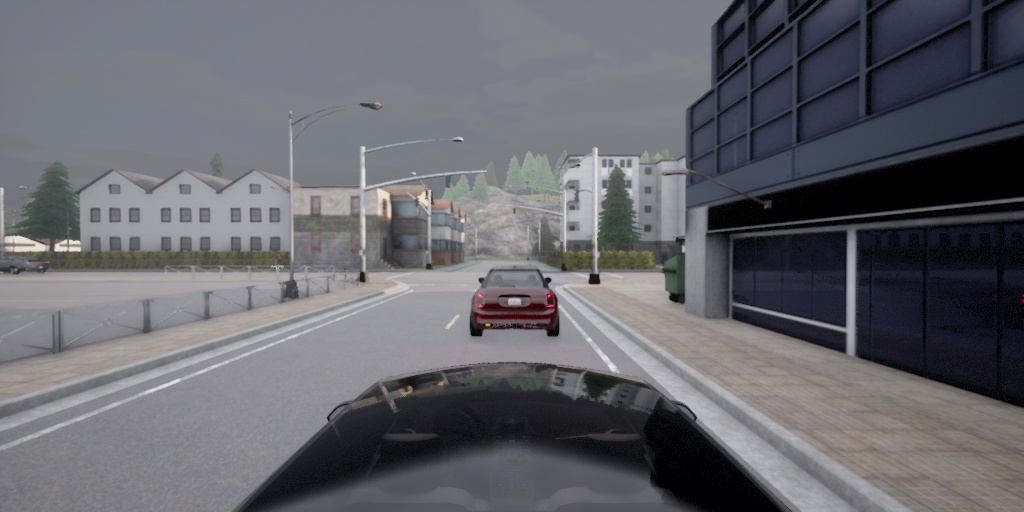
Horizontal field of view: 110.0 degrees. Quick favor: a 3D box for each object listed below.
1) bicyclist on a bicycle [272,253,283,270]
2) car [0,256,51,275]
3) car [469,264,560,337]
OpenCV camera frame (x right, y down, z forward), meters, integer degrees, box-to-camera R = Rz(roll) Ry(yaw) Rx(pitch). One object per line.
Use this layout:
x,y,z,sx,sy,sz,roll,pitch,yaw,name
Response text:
-22.216,0.534,33.971,0.582,1.620,1.656,0,1,0,bicyclist on a bicycle
-42.106,0.767,30.220,4.902,1.511,2.128,0,1,0,car
0.084,1.012,10.135,2.097,1.767,4.553,0,1,1,car
